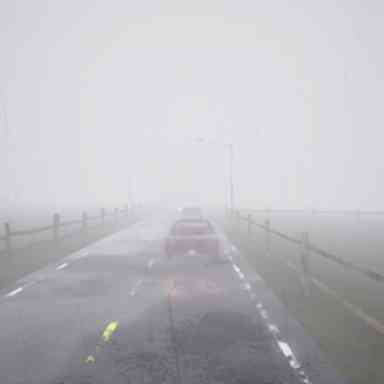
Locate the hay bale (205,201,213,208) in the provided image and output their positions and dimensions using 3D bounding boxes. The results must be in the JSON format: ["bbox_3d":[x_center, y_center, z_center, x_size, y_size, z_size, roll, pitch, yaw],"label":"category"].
[{"bbox_3d":[3.124,2.347,61.275,1.220,1.180,1.240,-1,-1,0],"label":"hay bale"}]

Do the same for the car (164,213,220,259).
[{"bbox_3d":[0.021,1.749,13.252,1.895,1.301,4.718,0,-1,0],"label":"car"}]

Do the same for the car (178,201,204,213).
[{"bbox_3d":[0.031,1.802,29.238,1.882,1.535,5.008,0,0,0],"label":"car"}]

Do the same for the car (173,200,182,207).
[{"bbox_3d":[-2.761,2.239,65.357,2.128,1.511,4.902,0,-1,0],"label":"car"}]
